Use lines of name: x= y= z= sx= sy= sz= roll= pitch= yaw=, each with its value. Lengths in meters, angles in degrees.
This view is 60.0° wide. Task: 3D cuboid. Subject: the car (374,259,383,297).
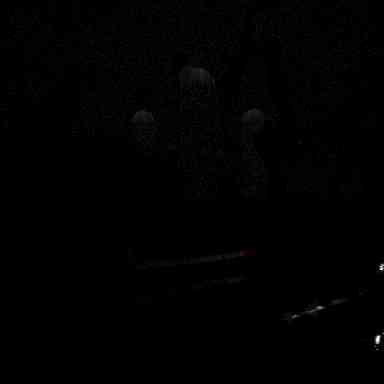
car: x=5.841 y=1.482 z=7.228 sx=4.674 sy=1.442 sz=1.812 roll=0 pitch=0 yaw=-35
